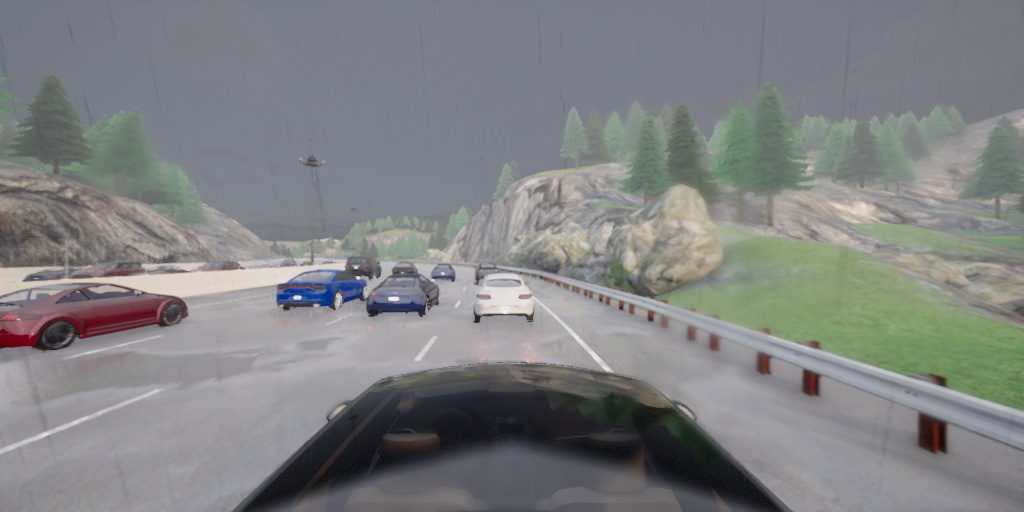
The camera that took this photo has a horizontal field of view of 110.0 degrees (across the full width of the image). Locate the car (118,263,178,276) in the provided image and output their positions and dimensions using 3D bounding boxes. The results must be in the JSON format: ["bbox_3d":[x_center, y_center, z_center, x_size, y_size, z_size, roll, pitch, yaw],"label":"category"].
[{"bbox_3d":[-26.743,1.425,27.284,1.994,1.385,4.181,0,0,-9],"label":"car"}]

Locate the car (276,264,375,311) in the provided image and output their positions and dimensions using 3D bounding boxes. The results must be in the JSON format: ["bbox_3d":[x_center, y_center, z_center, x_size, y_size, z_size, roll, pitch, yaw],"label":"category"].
[{"bbox_3d":[-7.505,1.271,14.720,1.882,1.535,5.008,0,0,-4],"label":"car"}]

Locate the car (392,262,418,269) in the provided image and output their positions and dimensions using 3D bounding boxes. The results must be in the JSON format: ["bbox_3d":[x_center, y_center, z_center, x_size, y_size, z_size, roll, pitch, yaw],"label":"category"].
[{"bbox_3d":[-9.716,1.315,32.744,1.882,1.535,5.008,0,0,-10],"label":"car"}]

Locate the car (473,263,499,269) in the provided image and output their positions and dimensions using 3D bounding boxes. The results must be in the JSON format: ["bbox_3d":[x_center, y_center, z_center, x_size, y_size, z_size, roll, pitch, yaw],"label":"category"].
[{"bbox_3d":[-2.068,1.305,29.141,2.128,1.511,4.902,0,0,-8],"label":"car"}]

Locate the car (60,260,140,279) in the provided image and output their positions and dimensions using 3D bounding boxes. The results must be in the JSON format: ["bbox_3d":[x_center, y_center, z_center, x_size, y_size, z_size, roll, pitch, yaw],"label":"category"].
[{"bbox_3d":[-30.254,1.220,27.098,2.097,1.767,4.553,0,0,-9],"label":"car"}]

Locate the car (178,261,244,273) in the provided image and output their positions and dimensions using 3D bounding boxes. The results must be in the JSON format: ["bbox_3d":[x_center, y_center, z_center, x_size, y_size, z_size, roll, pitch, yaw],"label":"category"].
[{"bbox_3d":[-23.378,1.208,28.416,2.097,1.767,4.553,0,0,-10],"label":"car"}]

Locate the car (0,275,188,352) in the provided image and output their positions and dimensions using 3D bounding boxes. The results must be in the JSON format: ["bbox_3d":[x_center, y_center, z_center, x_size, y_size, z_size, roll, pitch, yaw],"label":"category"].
[{"bbox_3d":[-10.678,1.352,9.025,1.994,1.385,4.181,0,0,-2],"label":"car"}]

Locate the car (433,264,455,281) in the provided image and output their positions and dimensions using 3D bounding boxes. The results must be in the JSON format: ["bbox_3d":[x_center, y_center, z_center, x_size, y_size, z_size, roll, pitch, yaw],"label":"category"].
[{"bbox_3d":[-5.864,1.389,30.802,1.994,1.385,4.181,0,0,-9],"label":"car"}]

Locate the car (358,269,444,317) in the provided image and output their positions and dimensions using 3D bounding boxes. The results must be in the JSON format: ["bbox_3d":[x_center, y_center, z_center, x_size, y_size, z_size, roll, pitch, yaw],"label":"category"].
[{"bbox_3d":[-3.918,1.348,13.493,1.994,1.385,4.181,0,0,-4],"label":"car"}]

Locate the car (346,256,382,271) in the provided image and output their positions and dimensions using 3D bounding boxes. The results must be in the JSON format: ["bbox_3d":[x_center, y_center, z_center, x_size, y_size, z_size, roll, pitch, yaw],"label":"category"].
[{"bbox_3d":[-13.055,1.064,31.648,2.150,2.045,5.566,0,0,-9],"label":"car"}]

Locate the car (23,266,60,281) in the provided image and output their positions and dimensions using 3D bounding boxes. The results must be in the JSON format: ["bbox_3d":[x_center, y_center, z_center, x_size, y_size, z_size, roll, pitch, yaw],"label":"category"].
[{"bbox_3d":[-33.809,1.439,27.202,1.994,1.385,4.181,0,0,-10],"label":"car"}]

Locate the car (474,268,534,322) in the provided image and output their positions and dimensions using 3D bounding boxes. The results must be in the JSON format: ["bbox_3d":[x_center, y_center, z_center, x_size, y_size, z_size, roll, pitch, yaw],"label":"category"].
[{"bbox_3d":[-0.325,1.299,12.266,1.812,1.442,4.674,0,0,-3],"label":"car"}]
